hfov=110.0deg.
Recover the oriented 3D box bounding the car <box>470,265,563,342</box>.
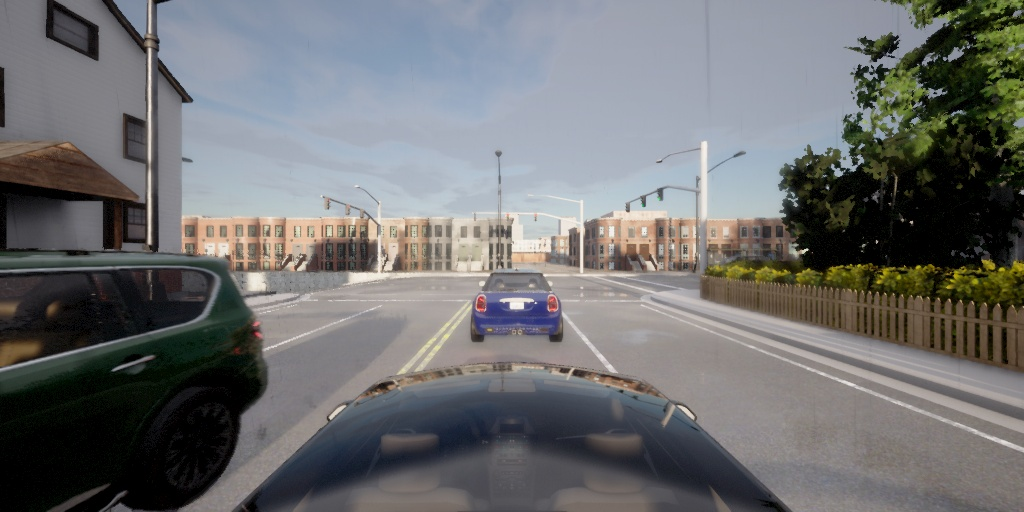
[{"bbox_3d":[0.109,1.102,9.928,2.097,1.767,4.553,0,0,0],"label":"car"}]

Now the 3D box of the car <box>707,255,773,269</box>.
[{"bbox_3d":[18.735,0.971,29.643,5.566,2.045,2.150,0,0,0],"label":"car"}]

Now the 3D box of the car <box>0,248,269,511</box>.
[{"bbox_3d":[-3.613,0.971,1.431,2.150,2.045,5.566,0,0,0],"label":"car"}]
